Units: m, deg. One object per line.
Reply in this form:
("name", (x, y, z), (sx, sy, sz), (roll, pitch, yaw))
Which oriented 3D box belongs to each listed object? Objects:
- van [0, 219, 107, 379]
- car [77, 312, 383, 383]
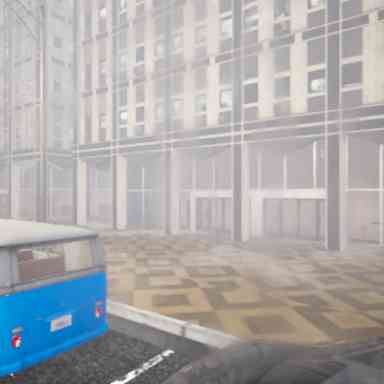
("van", (-3.069, 1.327, 5.066), (3.998, 1.788, 1.690), (0, 0, 35))
("car", (1.566, 1.567, 1.760), (4.313, 1.339, 1.947), (0, 0, 35))
